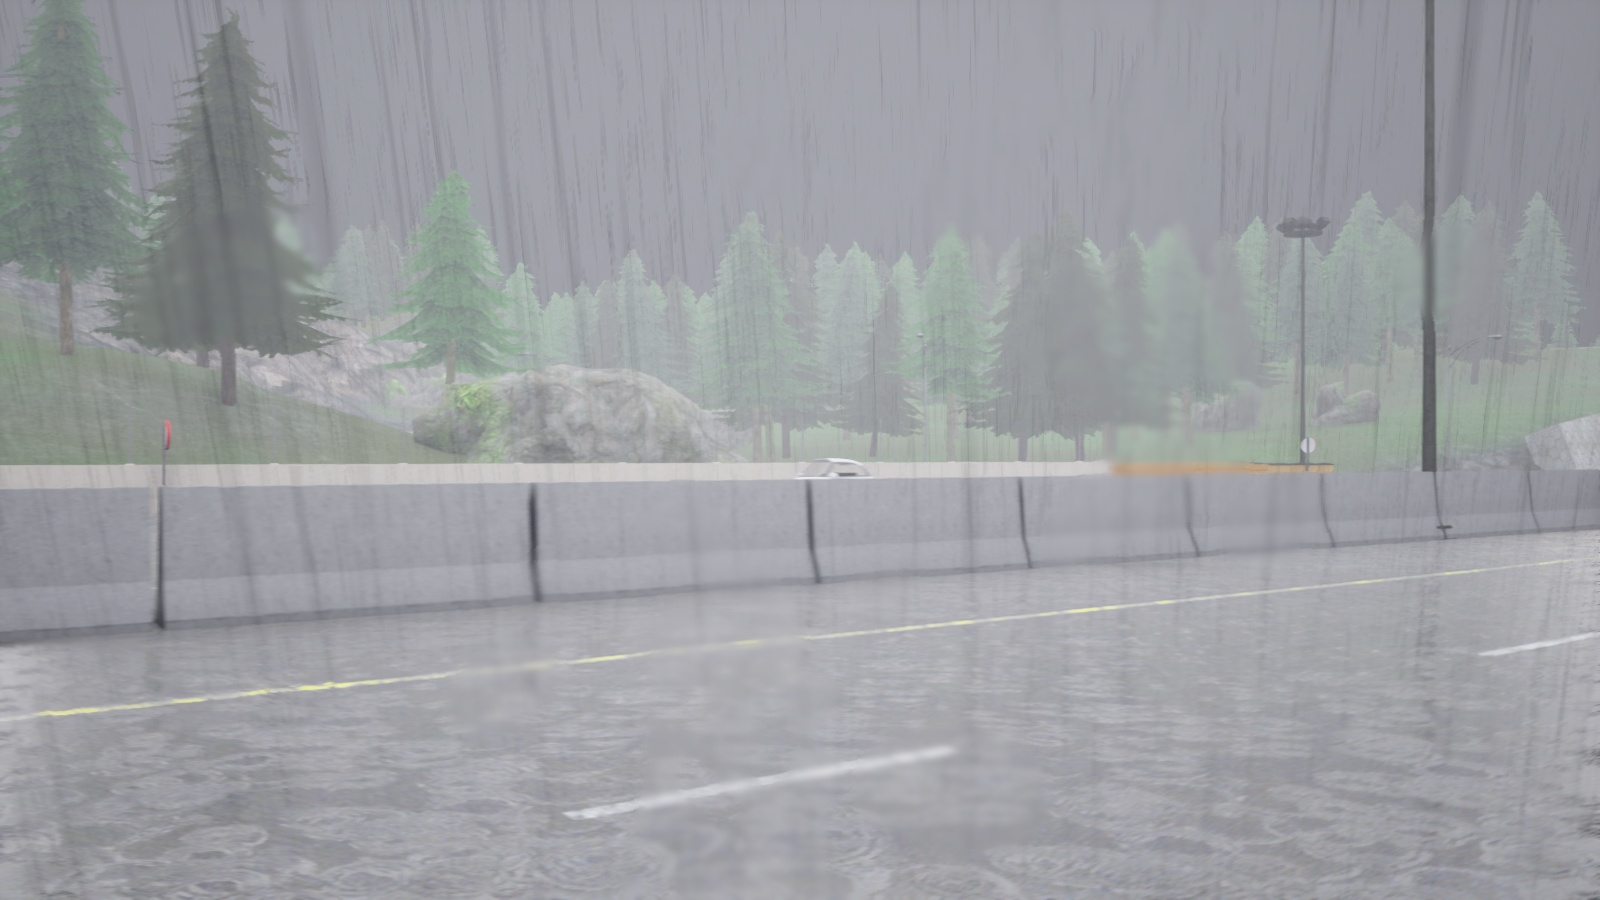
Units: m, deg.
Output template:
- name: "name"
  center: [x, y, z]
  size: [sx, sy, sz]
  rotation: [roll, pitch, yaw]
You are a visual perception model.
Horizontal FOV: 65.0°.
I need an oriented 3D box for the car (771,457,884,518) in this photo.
- name: "car"
  center: [0.641, 0.871, 29.591]
  size: [2.207, 1.376, 1.481]
  rotation: [0, -1, -35]
